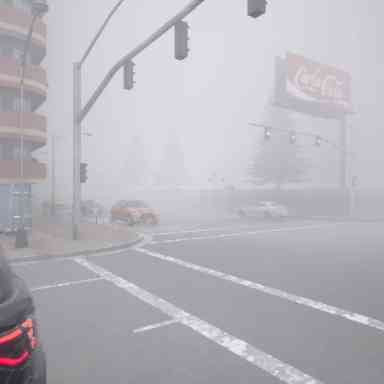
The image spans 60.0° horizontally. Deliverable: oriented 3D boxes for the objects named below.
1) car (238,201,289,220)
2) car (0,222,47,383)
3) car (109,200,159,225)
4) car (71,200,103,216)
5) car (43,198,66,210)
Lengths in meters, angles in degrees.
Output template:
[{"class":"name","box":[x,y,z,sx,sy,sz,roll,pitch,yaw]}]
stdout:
[{"class":"car","box":[5.960,1.525,28.118,1.812,1.442,4.674,0,0,-36]},{"class":"car","box":[-3.673,1.221,1.491,5.566,2.045,2.150,0,0,-37]},{"class":"car","box":[-4.234,1.352,23.949,2.097,1.767,4.553,0,0,-36]},{"class":"car","box":[-10.161,1.491,32.139,2.128,1.511,4.902,0,0,-36]},{"class":"car","box":[-17.522,1.477,42.338,1.882,1.535,5.008,0,0,-36]}]
